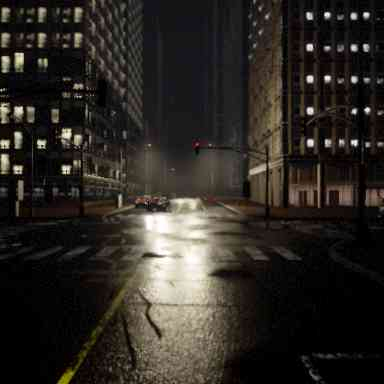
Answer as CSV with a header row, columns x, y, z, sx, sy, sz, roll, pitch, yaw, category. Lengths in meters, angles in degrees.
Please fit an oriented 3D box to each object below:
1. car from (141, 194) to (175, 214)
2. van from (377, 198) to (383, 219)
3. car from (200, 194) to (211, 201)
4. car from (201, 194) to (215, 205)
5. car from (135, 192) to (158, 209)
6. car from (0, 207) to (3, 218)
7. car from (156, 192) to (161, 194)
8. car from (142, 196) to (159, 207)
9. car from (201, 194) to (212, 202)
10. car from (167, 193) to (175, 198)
x,y,z,sx,sy,sz,roll,pitch,yaw,category
-3.140,1.286,32.213,2.128,1.511,4.902,0,0,5,car
15.981,1.293,24.666,3.998,1.788,1.690,0,-1,0,van
2.696,1.123,68.101,1.947,1.339,4.313,1,0,0,car
2.697,1.248,51.368,1.802,1.307,4.206,1,0,0,car
-5.678,1.178,40.154,1.967,1.590,4.097,1,0,0,car
-16.494,1.335,24.734,4.097,1.590,1.967,0,-1,0,car
-5.677,0.981,51.304,2.192,1.841,5.009,1,0,0,car
-5.682,1.284,45.730,1.802,1.307,4.206,1,0,0,car
2.698,1.118,62.694,1.752,1.417,4.829,1,0,0,car
-5.687,0.958,90.330,1.887,1.381,4.507,1,0,0,car
